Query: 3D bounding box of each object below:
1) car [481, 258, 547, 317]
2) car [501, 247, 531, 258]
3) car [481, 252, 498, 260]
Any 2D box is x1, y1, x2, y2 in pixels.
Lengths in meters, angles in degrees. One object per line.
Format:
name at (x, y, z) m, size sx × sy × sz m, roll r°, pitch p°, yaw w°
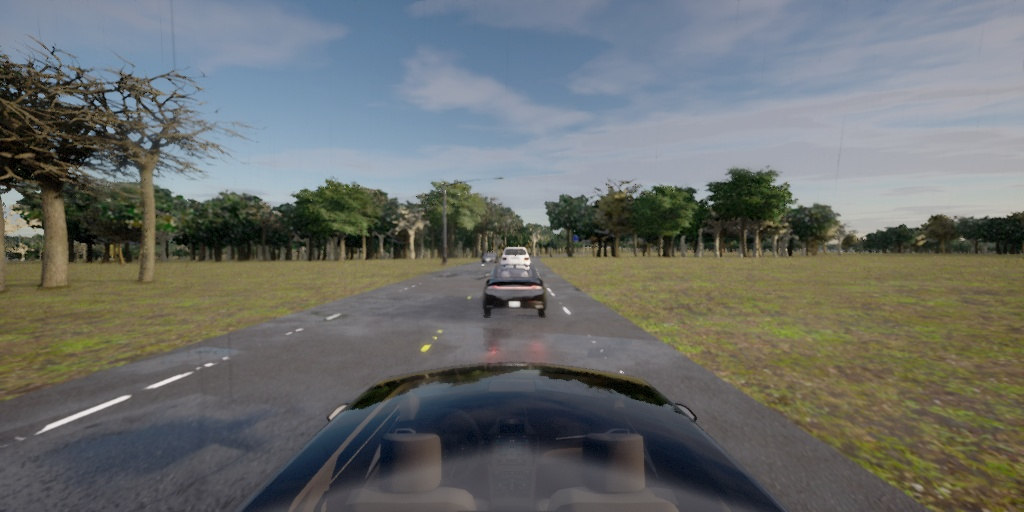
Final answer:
car at (0.095, 0.999, 11.924) m, size 2.128 × 1.511 × 4.902 m, roll 0°, pitch 2°, yaw 1°
car at (0.315, 0.331, 28.521) m, size 2.150 × 2.045 × 5.566 m, roll 0°, pitch 1°, yaw 1°
car at (-2.778, 0.263, 45.954) m, size 2.128 × 1.511 × 4.902 m, roll 0°, pitch 1°, yaw 3°
